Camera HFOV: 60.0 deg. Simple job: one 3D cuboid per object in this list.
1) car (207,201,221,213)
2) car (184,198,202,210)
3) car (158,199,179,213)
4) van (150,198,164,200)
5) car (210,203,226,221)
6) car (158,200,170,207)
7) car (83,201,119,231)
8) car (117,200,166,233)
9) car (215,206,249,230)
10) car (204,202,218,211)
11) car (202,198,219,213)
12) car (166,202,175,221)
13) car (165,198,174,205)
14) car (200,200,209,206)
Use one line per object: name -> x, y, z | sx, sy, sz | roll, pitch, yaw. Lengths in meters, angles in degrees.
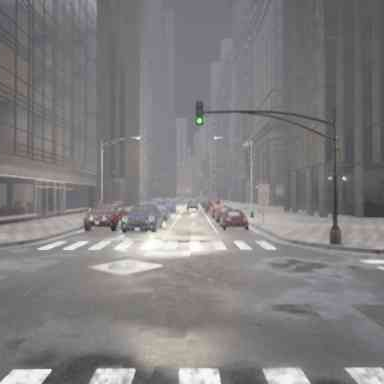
car -> 2.819, 1.931, 33.813 | 1.887, 1.381, 4.507 | 0, -1, 0
car -> 0.088, 2.155, 52.814 | 2.033, 1.411, 5.357 | 0, -1, 0
car -> -3.022, 1.965, 42.511 | 1.882, 1.535, 5.008 | 0, -1, 0
van -> -5.678, 1.923, 50.667 | 1.690, 1.788, 3.998 | 0, -1, 0
car -> 2.809, 1.904, 28.195 | 1.802, 1.307, 4.206 | 0, -1, 0
car -> -5.650, 2.347, 67.519 | 1.947, 1.339, 4.313 | 0, -1, 0
car -> -5.725, 1.572, 22.575 | 2.192, 1.841, 5.009 | 0, -1, 0
car -> -3.118, 1.597, 21.520 | 2.097, 1.767, 4.553 | 0, -1, 1
car -> 2.800, 1.839, 22.577 | 1.802, 1.307, 4.206 | 0, -1, 0
car -> 2.847, 2.164, 50.667 | 1.802, 1.307, 4.206 | 0, -1, 0
car -> 2.838, 1.832, 45.052 | 2.192, 1.841, 5.009 | 0, -1, 0
car -> -3.046, 1.902, 31.057 | 2.033, 1.411, 5.357 | 0, -1, 0
car -> -5.621, 2.421, 84.376 | 1.967, 1.590, 4.097 | 0, -1, 0
car -> 2.894, 2.480, 78.757 | 1.947, 1.339, 4.313 | 0, -1, 0
